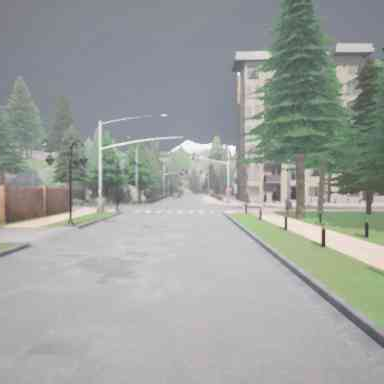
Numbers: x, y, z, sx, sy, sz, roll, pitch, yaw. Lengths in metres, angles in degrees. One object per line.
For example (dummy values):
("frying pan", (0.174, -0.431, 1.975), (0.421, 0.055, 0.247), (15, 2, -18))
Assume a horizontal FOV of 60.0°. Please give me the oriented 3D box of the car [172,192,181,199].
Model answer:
("car", (-3.572, 0.733, 75.364), (1.812, 1.442, 4.674), (0, 1, 0))
